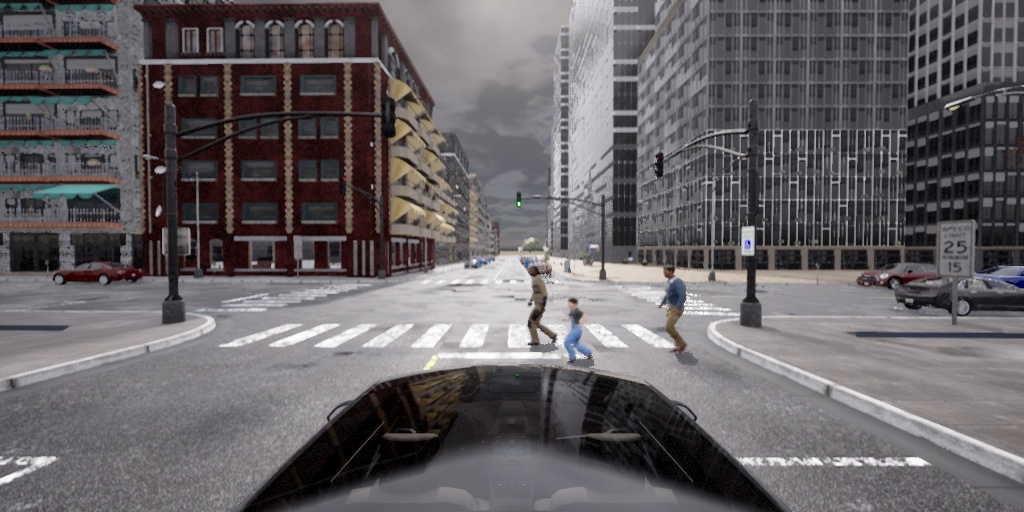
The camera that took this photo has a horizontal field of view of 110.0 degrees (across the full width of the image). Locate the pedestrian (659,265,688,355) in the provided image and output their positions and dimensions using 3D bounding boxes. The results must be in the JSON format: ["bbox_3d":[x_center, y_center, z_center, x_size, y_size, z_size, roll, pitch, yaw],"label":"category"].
[{"bbox_3d":[3.259,1.024,7.191,0.375,1.860,0.375,-1,1,0],"label":"pedestrian"}]

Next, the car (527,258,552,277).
[{"bbox_3d":[2.724,1.166,33.449,1.888,1.381,4.507,0,0,0],"label":"car"}]

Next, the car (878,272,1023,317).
[{"bbox_3d":[16.739,1.407,13.113,4.403,1.370,2.007,0,0,1],"label":"car"}]

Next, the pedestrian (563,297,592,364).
[{"bbox_3d":[1.212,1.306,6.599,0.375,1.300,0.375,-1,1,0],"label":"pedestrian"}]

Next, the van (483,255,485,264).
[{"bbox_3d":[-5.577,0.855,56.017,1.690,1.789,3.998,0,0,0],"label":"van"}]

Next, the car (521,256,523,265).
[{"bbox_3d":[2.771,1.059,56.033,1.888,1.381,4.507,0,0,0],"label":"car"}]

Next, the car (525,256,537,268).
[{"bbox_3d":[2.736,1.034,39.095,1.967,1.591,4.097,0,0,0],"label":"car"}]

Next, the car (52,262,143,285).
[{"bbox_3d":[-25.813,1.041,22.399,4.507,1.381,1.888,0,0,1],"label":"car"}]

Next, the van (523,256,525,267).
[{"bbox_3d":[2.760,0.882,50.387,1.690,1.789,3.998,0,0,0],"label":"van"}]

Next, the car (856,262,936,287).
[{"bbox_3d":[23.416,1.163,21.646,4.097,1.591,1.967,0,0,1],"label":"car"}]

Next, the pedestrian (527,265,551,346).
[{"bbox_3d":[0.568,1.022,7.796,0.375,1.860,0.375,-1,1,0],"label":"pedestrian"}]

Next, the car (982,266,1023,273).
[{"bbox_3d":[26.399,1.267,18.864,5.008,1.535,1.882,0,1,1],"label":"car"}]

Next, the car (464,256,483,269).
[{"bbox_3d":[-5.588,1.107,50.371,1.948,1.339,4.313,0,0,0],"label":"car"}]
